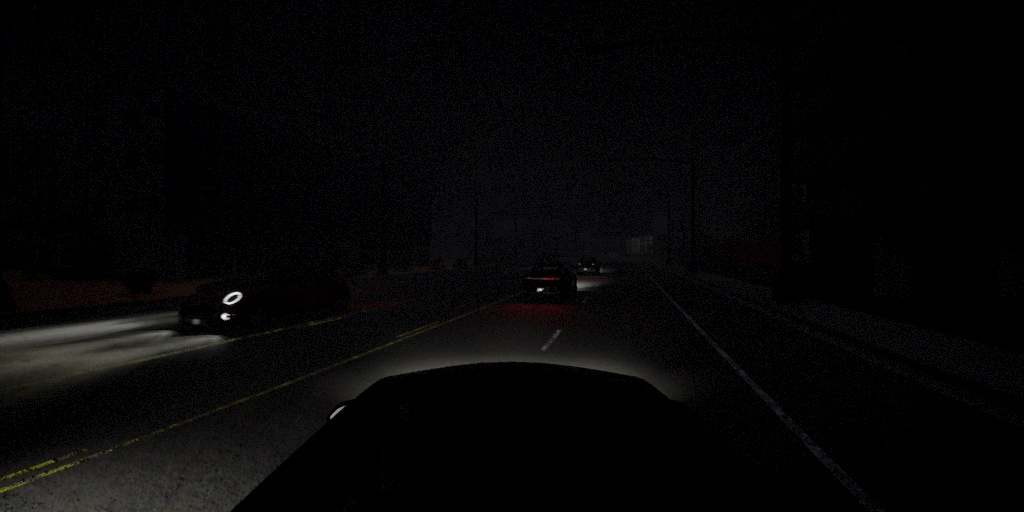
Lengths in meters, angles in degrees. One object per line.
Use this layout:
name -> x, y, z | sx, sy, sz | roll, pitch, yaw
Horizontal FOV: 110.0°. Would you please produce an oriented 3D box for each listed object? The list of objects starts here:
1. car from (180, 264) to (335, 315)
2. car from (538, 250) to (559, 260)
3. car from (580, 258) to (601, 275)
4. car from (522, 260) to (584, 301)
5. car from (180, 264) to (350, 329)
car -> -10.010, 1.188, 14.720 | 2.128, 1.511, 4.902 | 0, 1, 18
car -> 5.269, 0.212, 50.943 | 2.150, 2.045, 5.566 | 0, 1, 18
car -> 7.075, 0.889, 33.173 | 2.128, 1.511, 4.902 | 0, 1, 18
car -> 1.887, 1.116, 16.830 | 2.128, 1.511, 4.902 | 0, 1, 18
car -> -7.420, 1.074, 11.315 | 2.097, 1.767, 4.553 | 0, 1, 18
